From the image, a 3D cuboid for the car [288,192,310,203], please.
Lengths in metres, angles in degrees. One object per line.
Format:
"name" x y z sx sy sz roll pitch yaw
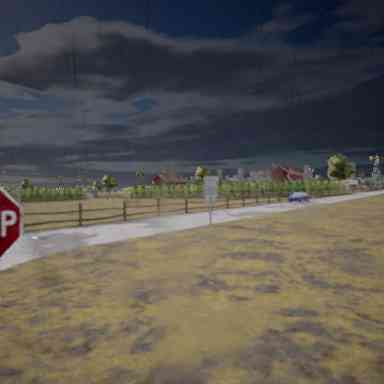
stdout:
"car" 15.730 0.745 48.743 1.882 1.535 5.008 0 1 36
